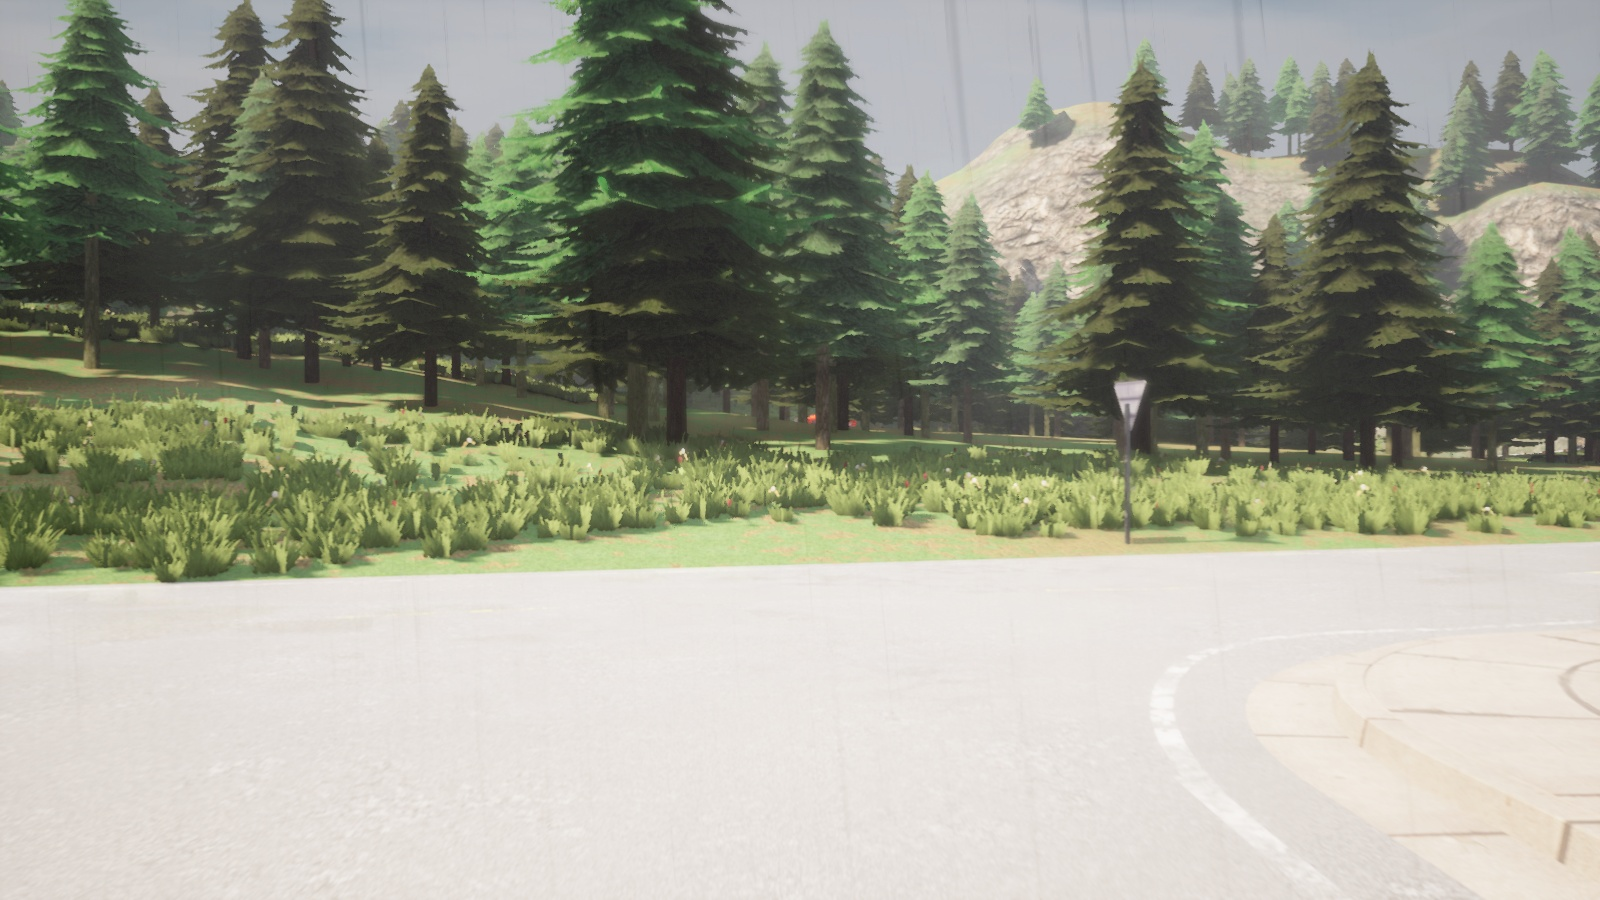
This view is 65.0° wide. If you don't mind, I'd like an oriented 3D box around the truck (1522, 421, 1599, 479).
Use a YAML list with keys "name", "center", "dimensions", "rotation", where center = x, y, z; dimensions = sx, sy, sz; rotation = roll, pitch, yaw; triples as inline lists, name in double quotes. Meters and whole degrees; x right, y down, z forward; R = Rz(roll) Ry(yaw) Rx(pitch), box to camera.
- name: "truck"
  center: [48.665, -0.018, 76.887]
  dimensions: [2.891, 3.462, 7.936]
  rotation: [0, 0, -17]
